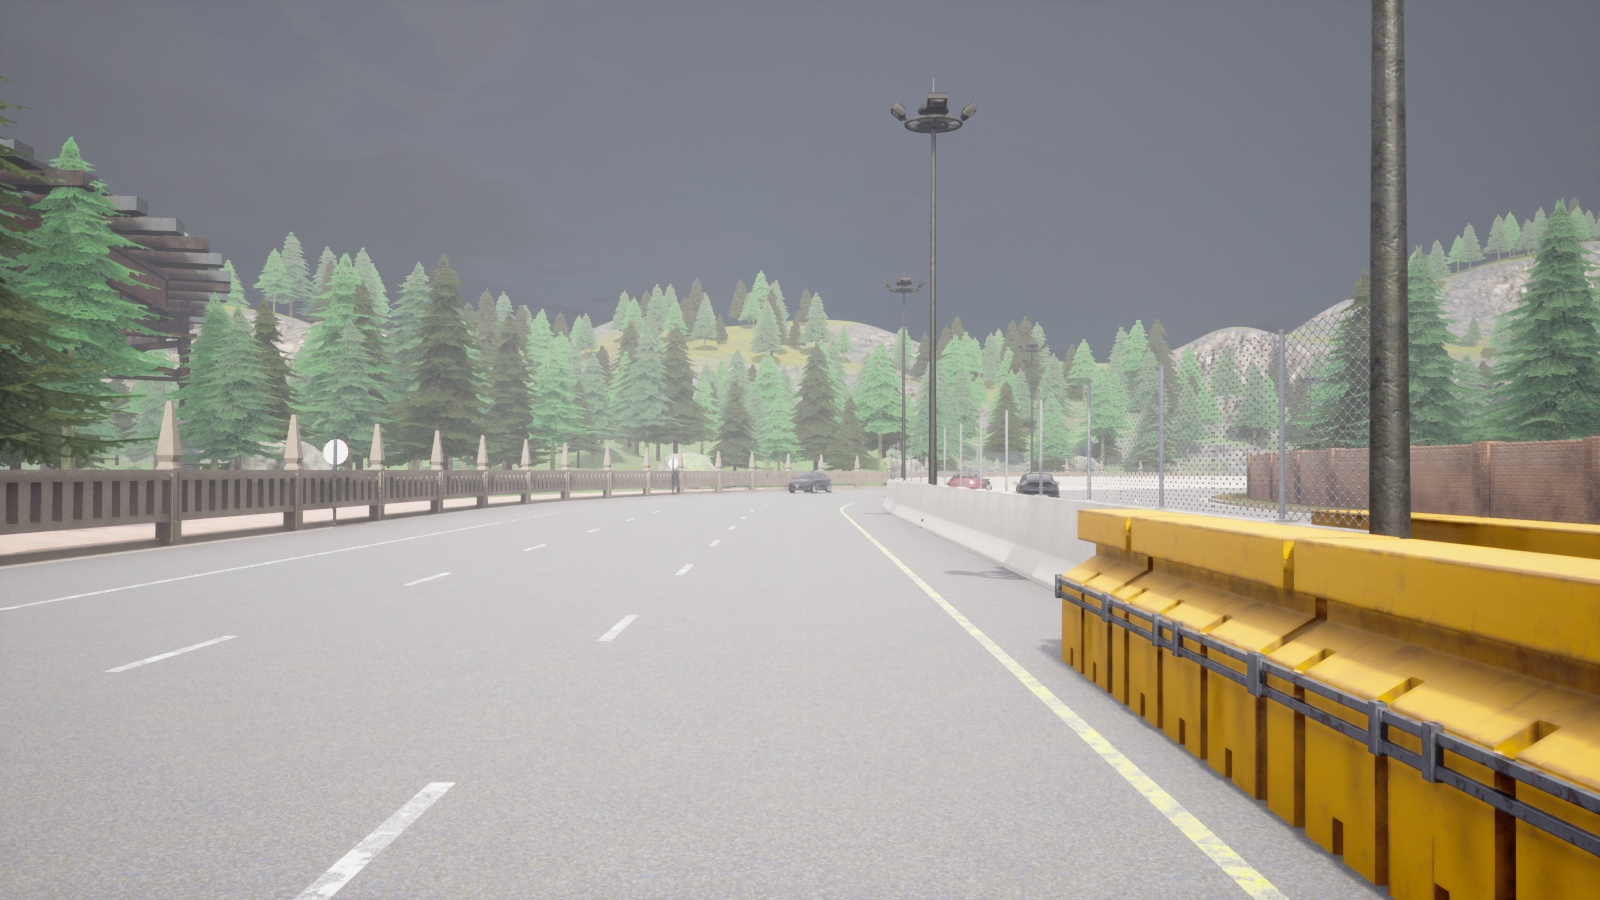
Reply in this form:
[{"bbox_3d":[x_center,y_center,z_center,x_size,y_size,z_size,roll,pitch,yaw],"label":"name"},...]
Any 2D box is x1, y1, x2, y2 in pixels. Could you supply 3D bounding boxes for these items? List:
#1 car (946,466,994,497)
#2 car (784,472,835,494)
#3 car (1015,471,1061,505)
[{"bbox_3d":[9.277,1.701,68.340,2.152,1.651,5.027,-1,-1,13],"label":"car"},{"bbox_3d":[0.702,2.285,87.688,1.837,1.490,4.892,-1,-1,22],"label":"car"},{"bbox_3d":[11.245,1.773,59.613,1.837,1.490,4.892,-1,-1,8],"label":"car"}]
